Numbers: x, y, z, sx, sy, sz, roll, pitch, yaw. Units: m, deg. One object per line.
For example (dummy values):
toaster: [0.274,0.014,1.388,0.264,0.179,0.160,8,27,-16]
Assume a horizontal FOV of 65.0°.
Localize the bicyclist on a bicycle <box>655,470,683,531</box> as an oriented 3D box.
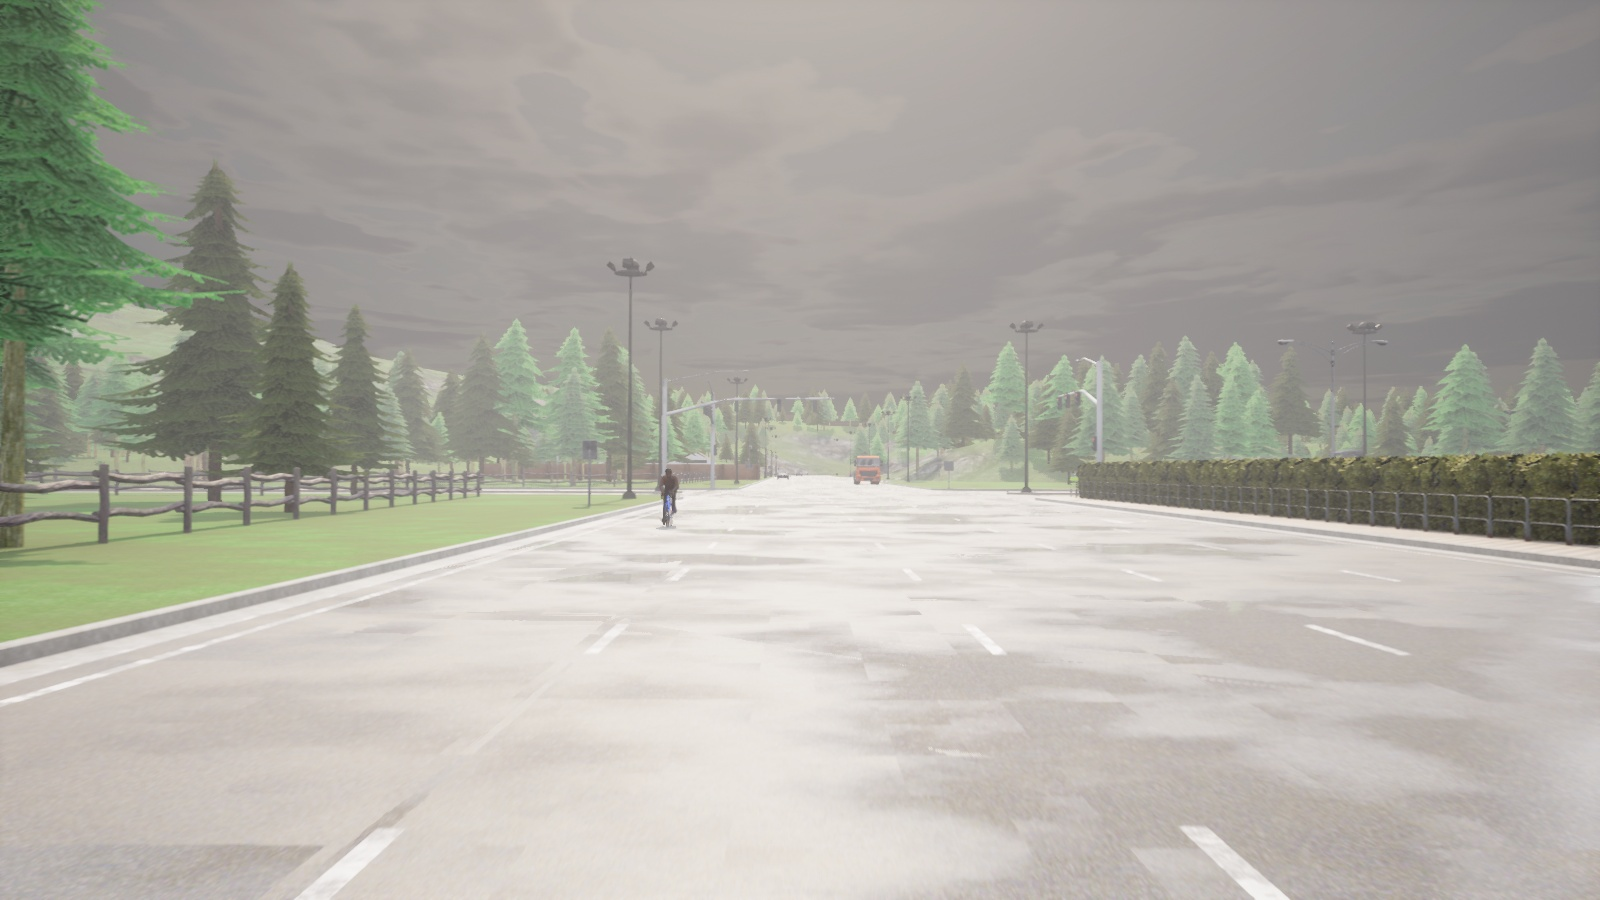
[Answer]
bicyclist on a bicycle: [-3.581,1.358,34.418,0.582,1.620,1.656,0,-1,0]
